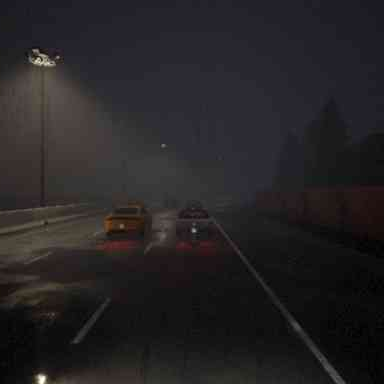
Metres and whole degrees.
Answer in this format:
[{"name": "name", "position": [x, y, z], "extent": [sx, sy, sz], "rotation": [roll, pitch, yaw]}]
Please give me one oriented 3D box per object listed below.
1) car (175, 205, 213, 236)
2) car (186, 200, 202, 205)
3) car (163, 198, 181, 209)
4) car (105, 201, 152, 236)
[{"name": "car", "position": [0.106, 1.624, 18.760], "extent": [1.895, 1.301, 4.718], "rotation": [0, 0, 0]}, {"name": "car", "position": [0.318, 1.651, 41.016], "extent": [1.895, 1.301, 4.718], "rotation": [0, 0, 3]}, {"name": "car", "position": [-2.770, 1.562, 46.354], "extent": [1.837, 1.490, 4.892], "rotation": [-1, 0, 7]}, {"name": "car", "position": [-3.395, 1.500, 18.501], "extent": [1.882, 1.535, 5.008], "rotation": [0, 0, 0]}]
